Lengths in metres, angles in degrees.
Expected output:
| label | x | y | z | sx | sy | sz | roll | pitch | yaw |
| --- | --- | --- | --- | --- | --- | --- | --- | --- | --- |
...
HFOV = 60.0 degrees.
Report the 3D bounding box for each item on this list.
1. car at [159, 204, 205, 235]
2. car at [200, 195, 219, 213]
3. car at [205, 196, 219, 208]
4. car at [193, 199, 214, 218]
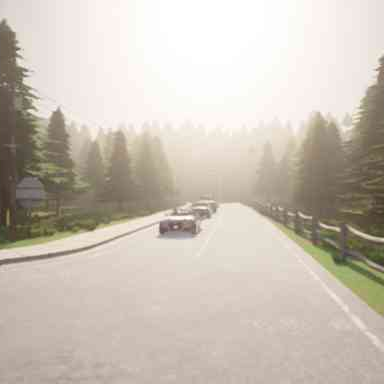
| label | x | y | z | sx | sy | sz | roll | pitch | yaw |
| --- | --- | --- | --- | --- | --- | --- | --- | --- | --- |
| car | -0.592 | 1.649 | 19.312 | 1.994 | 1.385 | 4.181 | 0 | 0 | 8 |
| car | 1.848 | 1.399 | 40.093 | 2.150 | 2.045 | 5.566 | 0 | 0 | 6 |
| car | 3.241 | 1.582 | 53.082 | 2.097 | 1.767 | 4.553 | 0 | 0 | 6 |
| car | 0.835 | 1.644 | 31.473 | 1.837 | 1.490 | 4.892 | 0 | -1 | 6 |
